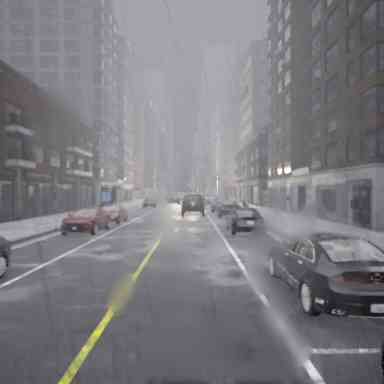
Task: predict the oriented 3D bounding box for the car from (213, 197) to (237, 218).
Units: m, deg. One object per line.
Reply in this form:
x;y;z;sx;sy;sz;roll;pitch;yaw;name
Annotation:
3.134;1.436;29.320;1.837;1.490;4.892;0;0;0;car

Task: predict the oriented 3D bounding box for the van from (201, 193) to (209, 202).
2.829;1.167;73.535;1.690;1.788;3.998;0;0;0;van

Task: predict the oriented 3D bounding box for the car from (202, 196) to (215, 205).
2.835;1.417;56.964;2.008;1.369;4.403;0;0;0;car

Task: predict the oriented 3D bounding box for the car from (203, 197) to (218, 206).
2.838;1.430;51.441;2.008;1.369;4.403;0;0;0;car

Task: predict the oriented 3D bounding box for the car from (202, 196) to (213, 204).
2.833;1.419;62.488;1.947;1.339;4.313;0;0;0;car

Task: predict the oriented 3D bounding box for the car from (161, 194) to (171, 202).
-5.698;1.268;73.526;1.967;1.590;4.097;0;0;0;car

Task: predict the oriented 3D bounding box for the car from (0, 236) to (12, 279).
-5.670;1.536;7.226;2.008;1.369;4.403;0;0;0;car

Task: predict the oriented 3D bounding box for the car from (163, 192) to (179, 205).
-3.073;1.093;54.253;2.150;2.045;5.566;0;0;0;car

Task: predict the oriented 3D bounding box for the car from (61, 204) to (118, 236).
-5.674;1.504;18.276;1.887;1.381;4.507;0;0;0;car

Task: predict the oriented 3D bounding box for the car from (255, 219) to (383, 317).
2.856;1.534;7.252;2.008;1.369;4.403;0;0;0;car

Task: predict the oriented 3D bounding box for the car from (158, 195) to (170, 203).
-5.695;1.407;68.001;1.947;1.339;4.313;0;0;0;car

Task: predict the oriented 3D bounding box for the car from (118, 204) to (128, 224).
-5.677;1.529;23.801;1.802;1.307;4.206;0;0;0;car

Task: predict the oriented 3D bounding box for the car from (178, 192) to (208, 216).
0.089;1.150;31.796;2.150;2.045;5.566;0;0;0;car

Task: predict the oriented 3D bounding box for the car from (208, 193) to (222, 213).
3.099;1.268;36.290;2.097;1.767;4.553;0;0;0;car

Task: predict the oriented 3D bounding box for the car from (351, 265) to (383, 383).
2.858;1.561;1.728;1.947;1.339;4.313;0;0;0;car

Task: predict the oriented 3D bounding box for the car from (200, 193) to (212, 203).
2.831;1.154;68.011;2.192;1.841;5.009;0;0;0;car

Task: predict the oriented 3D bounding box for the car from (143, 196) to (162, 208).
-5.686;1.460;45.901;1.947;1.339;4.313;0;0;0;car

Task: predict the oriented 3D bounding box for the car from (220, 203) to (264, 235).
2.852;1.524;18.299;1.947;1.339;4.313;0;0;0;car

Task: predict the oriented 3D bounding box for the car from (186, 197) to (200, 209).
0.084;1.419;45.594;1.812;1.442;4.674;0;0;0;car
